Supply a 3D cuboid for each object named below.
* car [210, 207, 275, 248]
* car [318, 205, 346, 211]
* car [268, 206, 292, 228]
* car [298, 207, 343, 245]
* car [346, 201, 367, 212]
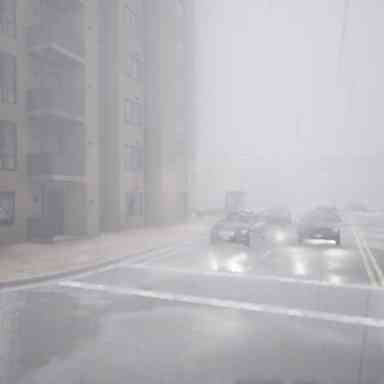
[{"bbox_3d":[2.424,1.701,16.311,2.128,1.511,4.902,-1,-1,24],"label":"car"},{"bbox_3d":[10.295,1.747,25.281,2.128,1.511,4.902,-1,-1,24],"label":"car"},{"bbox_3d":[6.316,1.770,24.971,1.882,1.535,5.008,-1,-1,24],"label":"car"},{"bbox_3d":[6.522,1.702,16.847,1.812,1.442,4.674,-1,-1,24],"label":"car"},{"bbox_3d":[21.753,1.921,44.384,1.994,1.385,4.181,-1,-1,10],"label":"car"}]
